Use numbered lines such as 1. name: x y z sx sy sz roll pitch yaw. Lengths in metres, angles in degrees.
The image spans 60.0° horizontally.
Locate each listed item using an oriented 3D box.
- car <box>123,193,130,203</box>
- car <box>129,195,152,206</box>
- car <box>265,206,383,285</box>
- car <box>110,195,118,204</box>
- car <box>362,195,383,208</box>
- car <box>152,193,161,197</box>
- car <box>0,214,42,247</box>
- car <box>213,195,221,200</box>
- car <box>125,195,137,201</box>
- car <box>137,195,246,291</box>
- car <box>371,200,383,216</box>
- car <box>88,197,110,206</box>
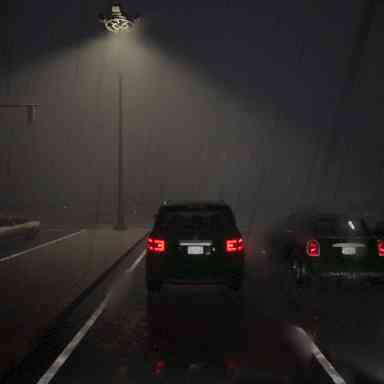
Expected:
1. car: -15.062 1.217 72.310 2.150 2.045 5.566 0 0 0
2. car: -8.138 1.486 53.230 2.128 1.511 4.902 0 0 0
3. car: 3.571 1.351 9.684 2.097 1.767 4.553 0 0 0
4. car: -15.106 1.594 62.235 1.895 1.301 4.718 0 0 0
5. car: 7.070 1.221 8.809 2.150 2.045 5.566 0 0 0
6. car: -8.078 1.540 66.909 2.033 1.411 5.357 0 0 0
7. car: -8.112 1.599 13.668 1.895 1.301 4.718 0 0 0
8. car: 7.164 1.542 95.117 1.994 1.385 4.181 0 0 1
9. car: -15.058 1.516 82.453 2.128 1.511 4.902 0 0 0
10. car: 0.072 1.220 9.116 2.150 2.045 5.566 0 0 0
11. car: 20.723 1.544 32.588 5.357 1.411 2.033 0 0 1
12. car: -15.135 1.558 53.287 1.994 1.385 4.181 0 0 0
